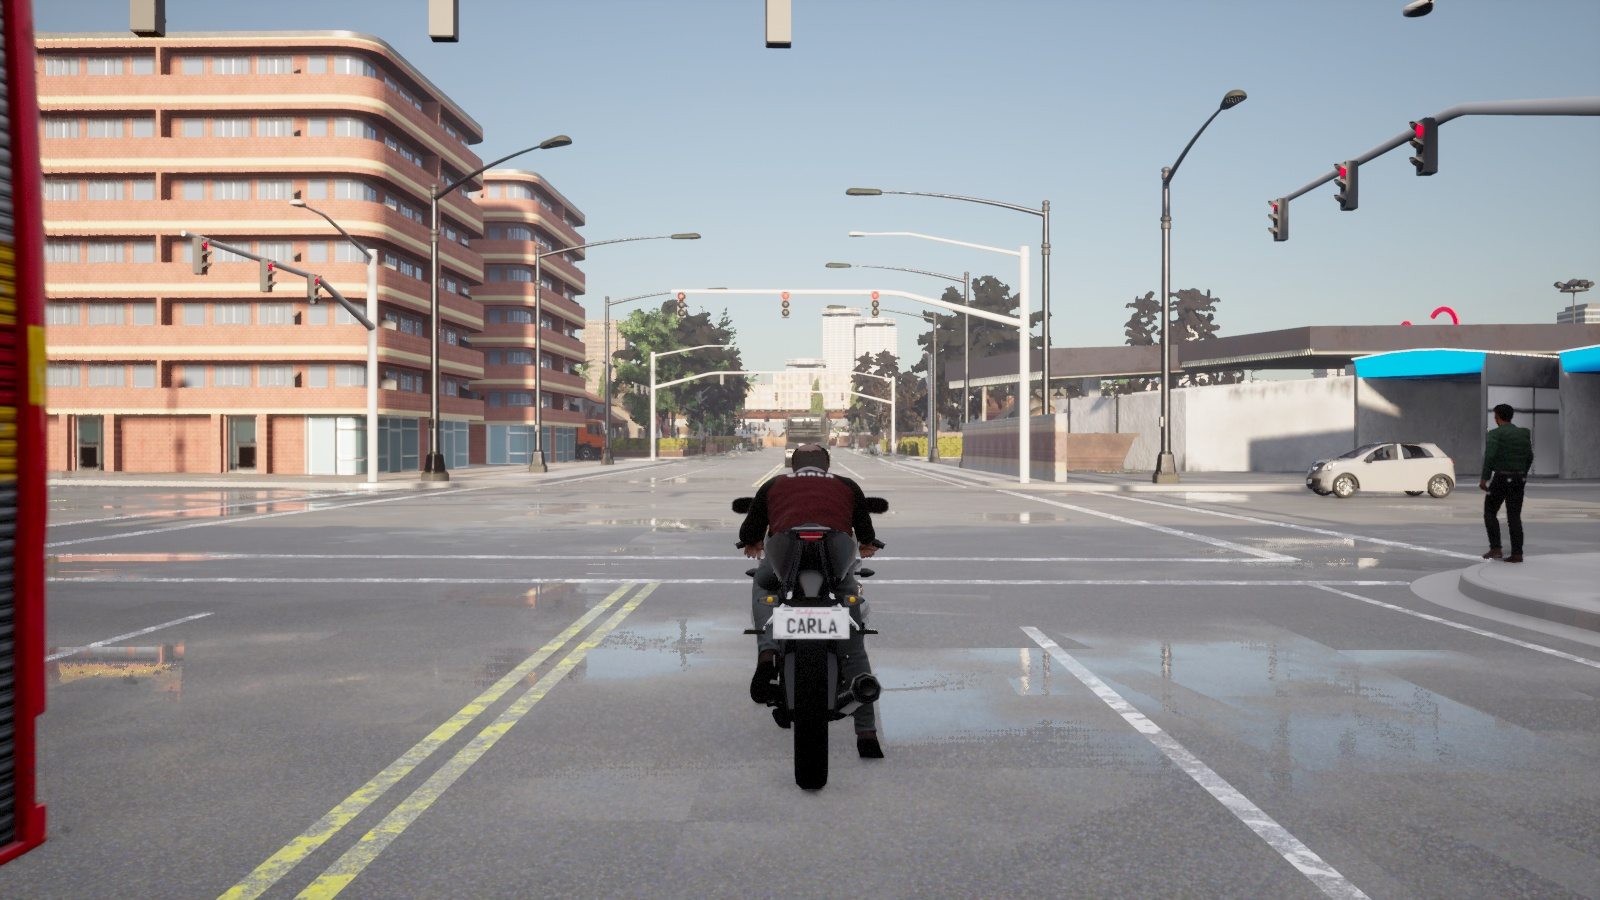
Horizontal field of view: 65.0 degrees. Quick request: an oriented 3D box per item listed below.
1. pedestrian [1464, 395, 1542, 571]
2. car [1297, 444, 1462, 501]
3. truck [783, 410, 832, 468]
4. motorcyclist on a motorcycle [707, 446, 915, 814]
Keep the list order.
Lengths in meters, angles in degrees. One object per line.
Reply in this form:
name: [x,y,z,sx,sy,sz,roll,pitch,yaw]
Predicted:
pedestrian: [7.974,0.365,14.265,0.423,1.949,0.788,0,0,-2]
car: [15.650,0.581,34.043,3.633,1.501,1.845,0,0,1]
truck: [0.466,-0.678,78.471,2.891,3.462,7.936,0,0,0]
motorcyclist on a motorcycle: [0.052,0.746,6.329,0.866,1.530,2.191,0,0,0]
